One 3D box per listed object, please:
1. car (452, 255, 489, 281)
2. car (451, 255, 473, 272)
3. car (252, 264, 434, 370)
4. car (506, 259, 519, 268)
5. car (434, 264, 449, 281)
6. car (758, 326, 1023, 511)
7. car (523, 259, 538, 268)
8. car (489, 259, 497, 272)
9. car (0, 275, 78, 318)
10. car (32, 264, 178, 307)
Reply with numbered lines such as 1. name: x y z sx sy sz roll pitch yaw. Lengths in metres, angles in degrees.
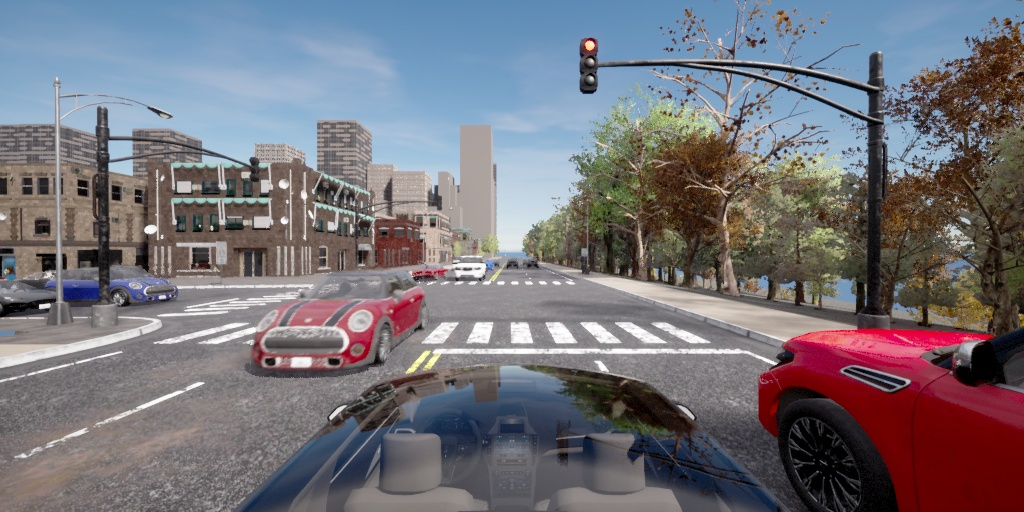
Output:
1. car: -3.370 0.963 29.730 2.150 2.045 5.566 0 0 0
2. car: -6.631 0.954 48.078 2.150 2.045 5.566 0 0 0
3. car: -3.359 1.101 7.957 2.097 1.767 4.553 0 0 0
4. car: 0.060 1.232 59.817 1.837 1.490 4.892 0 0 0
5. car: -6.792 1.342 30.256 1.895 1.301 4.718 0 0 3
6. car: 3.347 0.972 0.922 2.150 2.045 5.566 0 0 0
7. car: 3.311 1.231 59.961 1.837 1.490 4.892 0 0 0
8. car: -3.379 1.212 46.462 1.882 1.535 5.008 0 0 0
9. car: -19.959 1.565 13.661 4.313 1.339 1.948 0 0 0
10. car: -18.101 1.303 16.314 4.553 1.767 2.097 -1 1 1
